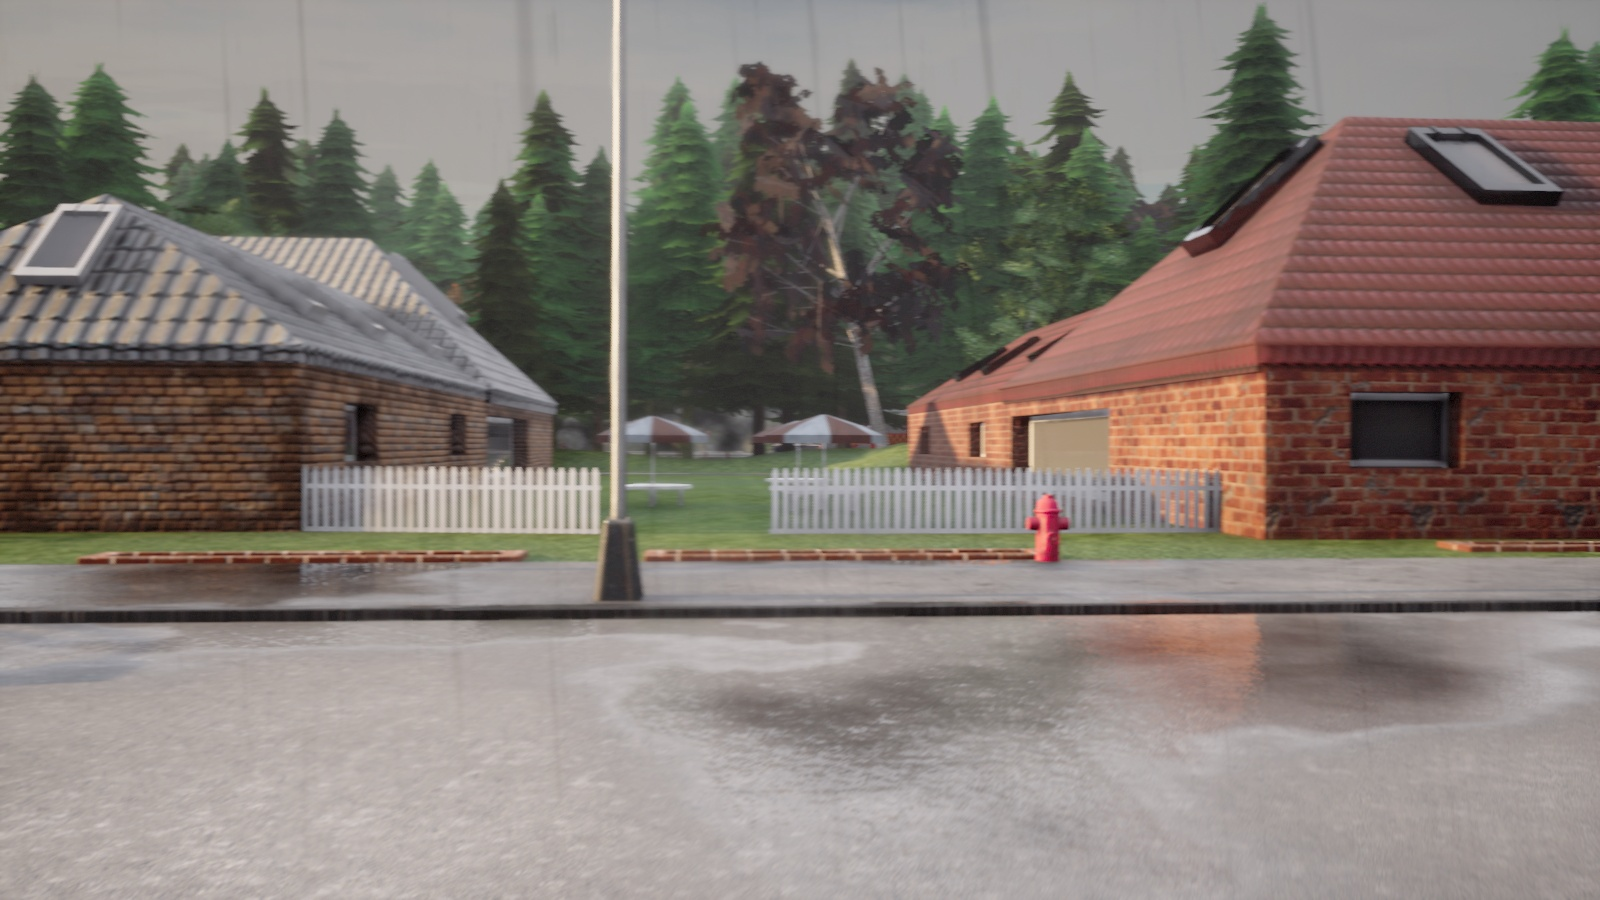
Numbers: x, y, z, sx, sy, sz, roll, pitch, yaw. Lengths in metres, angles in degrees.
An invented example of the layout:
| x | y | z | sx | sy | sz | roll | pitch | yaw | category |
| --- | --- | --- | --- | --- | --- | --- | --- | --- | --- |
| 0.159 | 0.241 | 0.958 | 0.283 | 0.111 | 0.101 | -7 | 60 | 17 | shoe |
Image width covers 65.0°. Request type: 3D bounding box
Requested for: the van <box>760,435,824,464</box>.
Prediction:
| x | y | z | sx | sy | sz | roll | pitch | yaw | category |
| --- | --- | --- | --- | --- | --- | --- | --- | --- | --- |
| -0.575 | -0.056 | 91.082 | 4.480 | 2.038 | 2.069 | 0 | 0 | -5 | van |

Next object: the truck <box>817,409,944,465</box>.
| x | y | z | sx | sy | sz | roll | pitch | yaw | category |
| --- | --- | --- | --- | --- | --- | --- | --- | --- | --- |
| 5.538 | -0.894 | 87.556 | 8.468 | 3.827 | 2.891 | 0 | 0 | -5 | truck |
